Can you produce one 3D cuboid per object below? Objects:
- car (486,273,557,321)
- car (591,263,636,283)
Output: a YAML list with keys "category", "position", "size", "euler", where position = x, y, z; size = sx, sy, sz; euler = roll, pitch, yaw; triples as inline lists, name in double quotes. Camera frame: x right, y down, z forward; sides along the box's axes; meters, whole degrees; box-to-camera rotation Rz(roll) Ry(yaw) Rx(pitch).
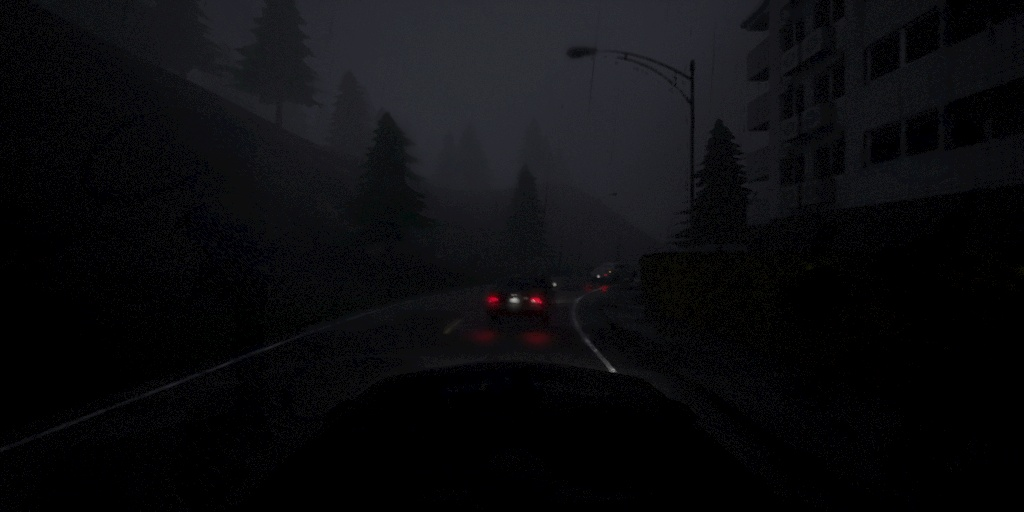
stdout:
- category: "car"
  position: [0.500, 1.275, 12.375]
  size: [2.033, 1.411, 5.357]
  euler: [0, 0, 10]
- category: "car"
  position: [7.756, 1.222, 27.369]
  size: [1.812, 1.442, 4.674]
  euler: [0, 0, 43]
